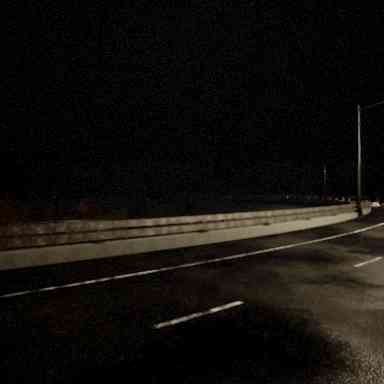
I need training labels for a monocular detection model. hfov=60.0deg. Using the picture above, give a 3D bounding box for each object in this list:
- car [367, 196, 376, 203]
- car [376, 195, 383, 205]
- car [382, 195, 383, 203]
[{"bbox_3d":[38.090,1.519,69.411,1.837,1.490,4.892,0,0,10],"label":"car"},{"bbox_3d":[35.551,1.382,59.944,2.150,2.045,5.566,0,0,15],"label":"car"},{"bbox_3d":[41.677,1.503,69.481,1.882,1.535,5.008,0,0,10],"label":"car"}]
